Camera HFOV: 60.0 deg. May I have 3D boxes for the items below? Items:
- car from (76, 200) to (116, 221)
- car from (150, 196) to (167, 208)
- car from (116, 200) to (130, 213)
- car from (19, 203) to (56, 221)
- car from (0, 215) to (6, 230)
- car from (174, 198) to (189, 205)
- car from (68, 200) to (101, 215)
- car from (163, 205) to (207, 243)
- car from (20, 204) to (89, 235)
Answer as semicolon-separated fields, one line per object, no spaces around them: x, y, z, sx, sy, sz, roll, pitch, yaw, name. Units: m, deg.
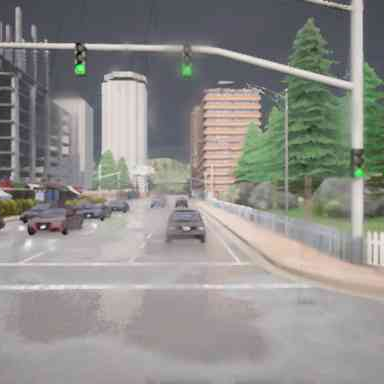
-7.874;1.595;27.198;1.994;1.385;4.181;0;0;-2;car
-4.885;1.582;47.770;1.812;1.442;4.674;0;0;-2;car
-8.165;1.607;37.151;1.994;1.385;4.181;0;0;-1;car
-11.336;1.575;25.872;2.033;1.411;5.357;0;0;-2;car
-11.000;1.563;15.833;2.033;1.411;5.357;0;0;-2;car
-1.489;1.563;47.704;1.837;1.490;4.892;0;0;-2;car
-11.643;1.588;36.421;2.033;1.411;5.357;0;0;-1;car
-0.313;1.567;16.280;2.033;1.411;5.357;0;0;-2;car
-7.597;1.585;18.836;1.994;1.385;4.181;0;0;-2;car
